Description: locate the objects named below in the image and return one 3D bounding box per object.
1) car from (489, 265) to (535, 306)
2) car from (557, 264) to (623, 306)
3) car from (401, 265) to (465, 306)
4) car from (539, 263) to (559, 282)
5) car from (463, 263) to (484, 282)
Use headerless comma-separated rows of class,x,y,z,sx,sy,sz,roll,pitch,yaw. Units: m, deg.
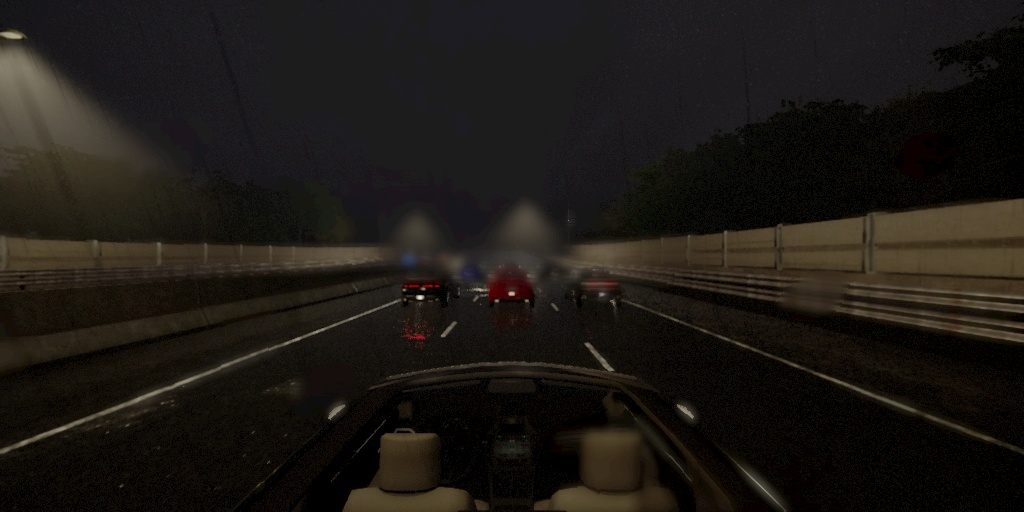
car,-0.004,1.300,16.306,1.882,1.535,5.008,0,0,0
car,3.494,1.314,16.118,2.128,1.511,4.902,0,0,0
car,-3.506,1.329,16.115,1.837,1.490,4.892,0,0,0
car,3.484,1.360,31.284,1.882,1.535,5.008,0,0,0
car,-3.516,1.360,31.307,1.882,1.535,5.008,0,0,0
